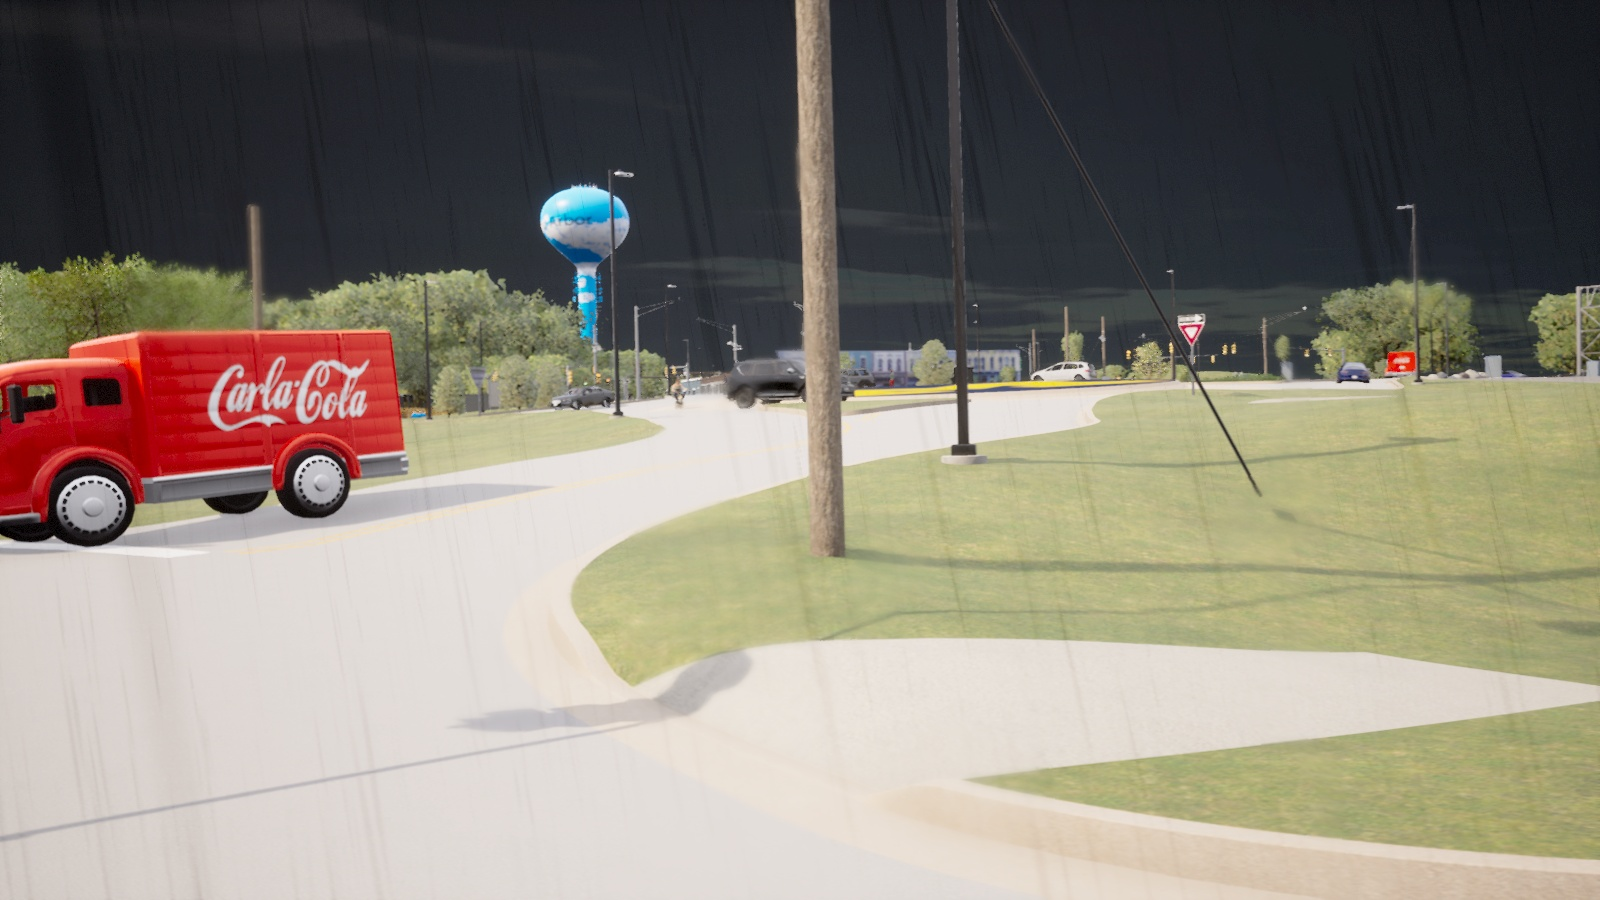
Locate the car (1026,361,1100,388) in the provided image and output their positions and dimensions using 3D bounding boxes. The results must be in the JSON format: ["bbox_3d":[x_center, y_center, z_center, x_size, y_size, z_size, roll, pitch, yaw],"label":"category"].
[{"bbox_3d":[18.453,-5.241,88.022,4.611,1.667,2.242,0,0,30],"label":"car"}]

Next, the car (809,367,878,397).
[{"bbox_3d":[3.123,-4.910,90.306,4.605,1.855,1.932,-3,1,-10],"label":"car"}]

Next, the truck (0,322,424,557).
[{"bbox_3d":[-7.929,-0.299,16.121,2.627,2.467,5.204,-1,4,40],"label":"truck"}]

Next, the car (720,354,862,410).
[{"bbox_3d":[-0.400,-2.761,51.984,5.566,2.045,2.150,-1,1,33],"label":"car"}]

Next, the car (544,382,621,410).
[{"bbox_3d":[-14.339,-3.570,82.928,2.128,1.511,4.902,1,6,34],"label":"car"}]

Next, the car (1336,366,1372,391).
[{"bbox_3d":[35.335,-4.588,80.187,1.812,1.442,4.674,4,5,21],"label":"car"}]
